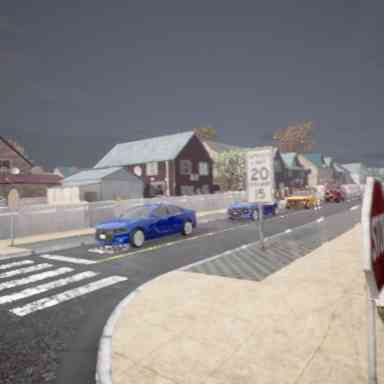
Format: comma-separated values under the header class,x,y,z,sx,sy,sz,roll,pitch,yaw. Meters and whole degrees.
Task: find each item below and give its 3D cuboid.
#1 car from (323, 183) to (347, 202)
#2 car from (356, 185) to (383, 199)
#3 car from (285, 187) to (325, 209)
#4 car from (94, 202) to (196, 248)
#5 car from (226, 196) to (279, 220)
class,x,y,z,sx,sy,sz,roll,pitch,yaw
car,16.188,0.024,38.356,2.150,2.045,5.566,-2,0,37
car,21.338,0.109,40.456,2.033,1.411,5.357,-2,0,36
car,10.050,0.606,30.048,1.882,1.535,5.008,-2,0,37
car,-1.777,1.242,13.900,1.882,1.535,5.008,-2,0,35
car,4.063,0.927,21.911,1.882,1.535,5.008,-2,0,37
